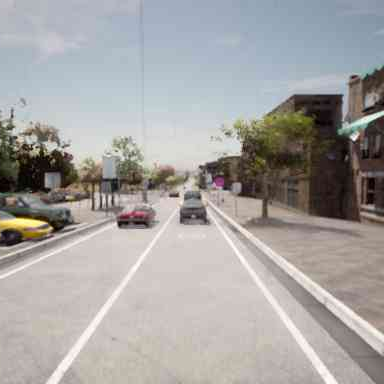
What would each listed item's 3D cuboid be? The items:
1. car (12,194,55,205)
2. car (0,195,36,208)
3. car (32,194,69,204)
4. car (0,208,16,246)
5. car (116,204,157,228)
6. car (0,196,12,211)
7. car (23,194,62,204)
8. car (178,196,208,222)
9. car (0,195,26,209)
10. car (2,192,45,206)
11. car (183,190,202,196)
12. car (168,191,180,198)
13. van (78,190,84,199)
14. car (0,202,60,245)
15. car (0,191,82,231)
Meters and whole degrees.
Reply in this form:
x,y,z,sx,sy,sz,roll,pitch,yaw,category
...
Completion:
x,y,z,sx,sy,sz,roll,pitch,yaw,category
-22.132,1.041,46.611,5.008,1.535,2.097,0,1,0,car
-22.114,1.137,41.061,4.674,1.452,2.002,0,1,0,car
-22.165,1.017,52.161,4.792,1.488,2.163,0,1,0,car
-8.986,1.441,11.368,4.674,1.452,2.002,0,1,0,car
-3.359,1.421,20.687,1.895,1.301,4.718,0,1,0,car
-22.103,1.193,35.508,4.674,1.452,2.002,0,1,0,car
-22.125,1.016,49.386,4.892,1.521,2.231,0,1,0,car
0.089,1.294,23.818,1.837,1.490,4.892,0,1,0,car
-22.106,1.125,38.285,5.008,1.535,2.097,0,1,0,car
-22.152,0.944,43.834,4.553,1.767,2.185,0,1,0,car
0.085,0.810,40.806,2.150,2.045,5.566,0,1,0,car
-3.304,0.472,62.068,1.882,1.535,5.008,0,-4,1,car
-22.033,0.682,60.484,4.442,1.987,1.878,0,1,0,van
-8.803,1.369,14.171,5.366,1.575,1.946,0,1,0,car
-8.965,1.092,16.972,5.566,2.045,2.435,0,1,0,car
